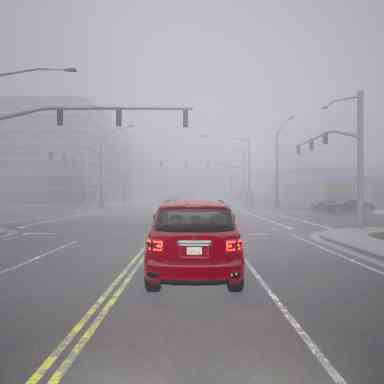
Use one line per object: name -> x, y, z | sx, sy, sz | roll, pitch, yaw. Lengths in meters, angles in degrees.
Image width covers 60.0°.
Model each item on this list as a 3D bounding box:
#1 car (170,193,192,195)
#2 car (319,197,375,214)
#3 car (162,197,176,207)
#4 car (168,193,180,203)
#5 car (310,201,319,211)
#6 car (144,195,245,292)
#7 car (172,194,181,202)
car -> -1.820, 1.325, 36.748 | 2.097, 1.767, 4.553 | 0, 0, -14
car -> 16.553, 1.478, 35.091 | 5.008, 1.535, 1.882 | 0, 0, 0
car -> -3.680, 1.565, 53.252 | 1.994, 1.385, 4.181 | 0, 0, 0
car -> -3.620, 1.223, 68.973 | 2.150, 2.045, 5.566 | 0, 0, 0
car -> 16.094, 1.352, 38.598 | 4.553, 1.767, 2.097 | 0, 0, 0
car -> 0.057, 1.221, 9.054 | 2.150, 2.045, 5.566 | 0, 0, 0
car -> -3.632, 1.355, 79.099 | 2.097, 1.767, 4.553 | 0, 0, 0
